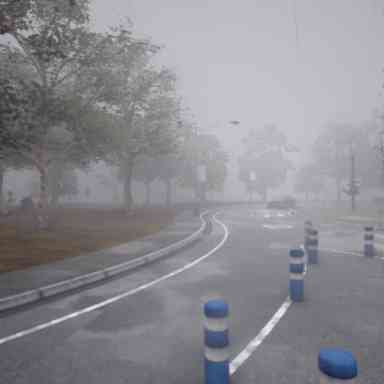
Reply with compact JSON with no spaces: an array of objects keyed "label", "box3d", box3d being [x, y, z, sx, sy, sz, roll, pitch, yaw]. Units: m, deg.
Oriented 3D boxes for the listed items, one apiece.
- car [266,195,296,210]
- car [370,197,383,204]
[{"label":"car","box3d":[9.835,1.115,36.450,1.882,1.535,5.008,-1,0,36]},{"label":"car","box3d":[26.814,1.014,44.954,4.718,1.301,1.895,-1,1,3]}]
